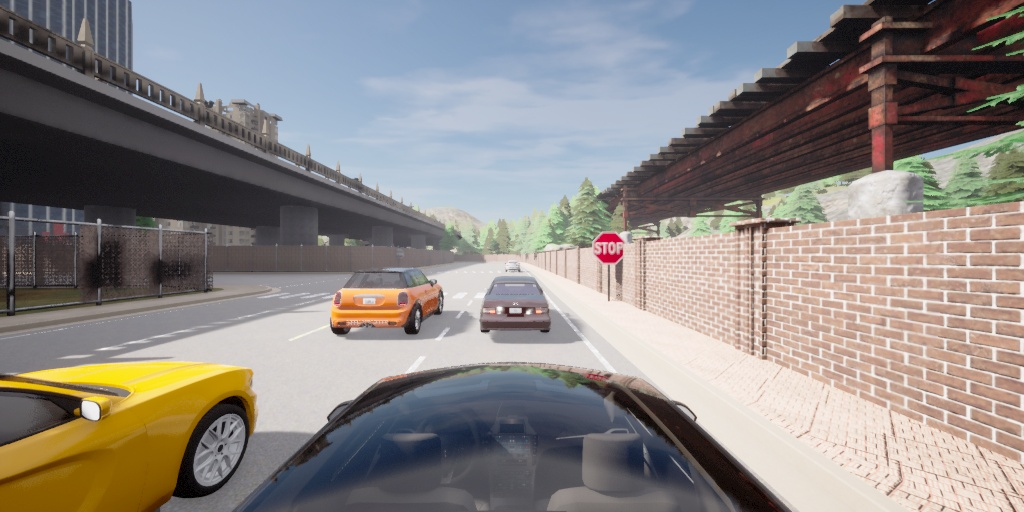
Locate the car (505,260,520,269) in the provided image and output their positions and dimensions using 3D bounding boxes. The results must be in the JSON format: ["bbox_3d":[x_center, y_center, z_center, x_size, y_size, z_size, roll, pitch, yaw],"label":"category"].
[{"bbox_3d":[0.098,1.276,45.534,1.812,1.442,4.674,0,0,-1],"label":"car"}]

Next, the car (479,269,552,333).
[{"bbox_3d":[0.081,1.297,10.732,2.033,1.411,5.357,0,0,0],"label":"car"}]

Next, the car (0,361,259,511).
[{"bbox_3d":[-3.399,1.228,1.454,1.882,1.535,5.008,0,0,0],"label":"car"}]

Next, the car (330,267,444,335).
[{"bbox_3d":[-3.421,1.102,10.711,2.097,1.767,4.553,0,0,0],"label":"car"}]
